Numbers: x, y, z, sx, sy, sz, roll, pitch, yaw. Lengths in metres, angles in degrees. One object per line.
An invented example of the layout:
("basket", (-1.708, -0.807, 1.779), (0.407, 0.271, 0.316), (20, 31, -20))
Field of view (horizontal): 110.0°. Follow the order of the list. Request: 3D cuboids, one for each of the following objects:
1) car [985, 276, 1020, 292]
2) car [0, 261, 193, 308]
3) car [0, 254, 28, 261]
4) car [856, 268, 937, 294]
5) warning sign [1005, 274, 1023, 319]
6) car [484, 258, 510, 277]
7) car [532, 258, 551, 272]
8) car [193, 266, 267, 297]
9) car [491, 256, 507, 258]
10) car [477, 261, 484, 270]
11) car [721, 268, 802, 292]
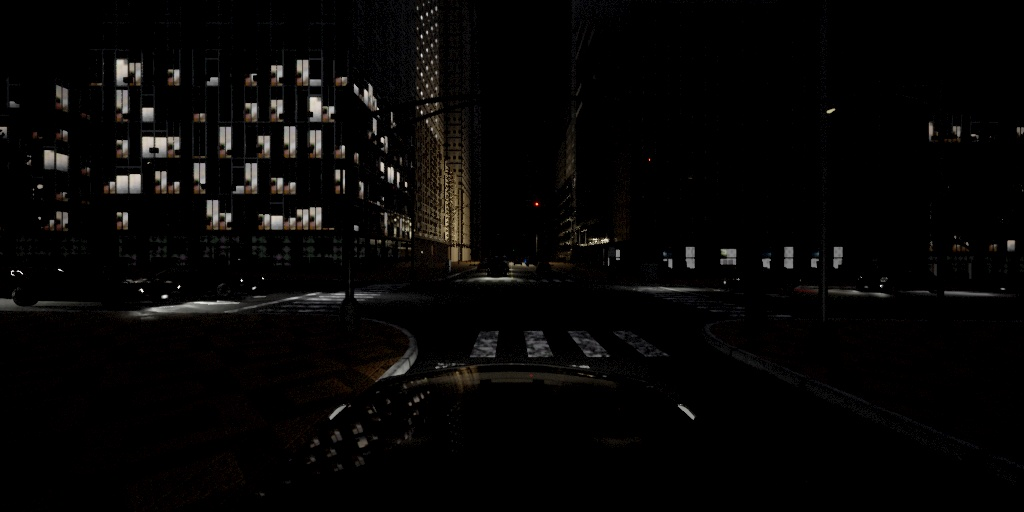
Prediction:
("car", (36.763, 2.034, 25.339), (4.718, 1.301, 1.895), (1, 0, -2))
("car", (-15.289, 1.042, 13.042), (5.357, 1.411, 2.033), (1, 0, 0))
("car", (-22.915, 0.706, 15.919), (4.553, 1.767, 2.097), (1, 0, -3))
("car", (26.748, 1.606, 24.889), (4.553, 1.767, 2.097), (1, 0, -3))
("warning sign", (17.282, 1.204, 11.746), (1.060, 1.860, 1.300), (0, 0, -3))
("car", (-1.472, 1.244, 36.435), (1.882, 1.535, 5.008), (0, 0, 0))
("car", (3.959, 1.329, 45.558), (1.948, 1.339, 4.313), (0, 0, 0))
("car", (-14.010, 1.118, 16.322), (4.718, 1.301, 1.895), (1, 0, -3))
("car", (-1.498, 0.984, 47.199), (2.150, 2.045, 5.566), (0, 0, 1))
("car", (-3.990, 1.342, 51.056), (1.802, 1.307, 4.207), (0, 0, 0))
("car", (16.902, 1.569, 24.442), (4.902, 1.511, 2.128), (1, 0, -3))
